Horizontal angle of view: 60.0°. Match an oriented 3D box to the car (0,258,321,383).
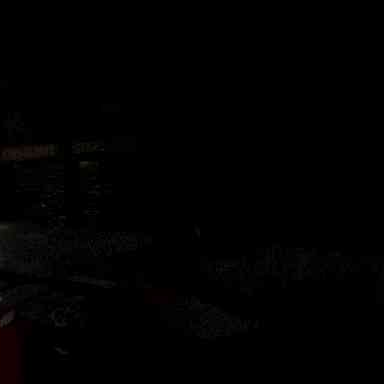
[{"bbox_3d":[-0.881,1.416,3.543,4.206,1.307,1.802,0,3,32],"label":"car"}]
